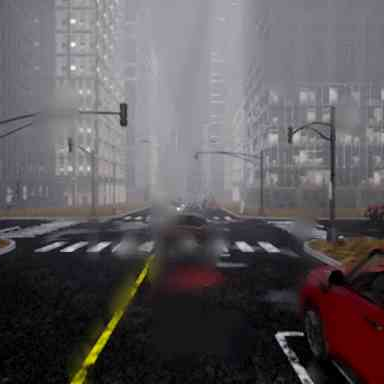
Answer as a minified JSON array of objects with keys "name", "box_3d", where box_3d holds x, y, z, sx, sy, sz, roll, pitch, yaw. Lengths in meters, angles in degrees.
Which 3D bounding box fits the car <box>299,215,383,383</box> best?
[{"name":"car","box_3d":[2.553,1.332,2.854,2.192,1.841,5.009,-1,0,0]}]

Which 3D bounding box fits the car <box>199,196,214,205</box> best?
[{"name":"car","box_3d":[2.598,1.598,51.836,2.192,1.841,5.009,-1,0,0]}]

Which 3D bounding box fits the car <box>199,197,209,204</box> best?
[{"name":"car","box_3d":[2.638,1.838,73.933,1.967,1.590,4.097,-1,0,0]}]

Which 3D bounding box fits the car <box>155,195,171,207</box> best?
[{"name":"car","box_3d":[-5.261,1.753,57.344,1.967,1.590,4.097,-1,0,0]}]

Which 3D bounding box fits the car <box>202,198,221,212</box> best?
[{"name":"car","box_3d":[2.568,1.806,40.785,1.802,1.307,4.206,-1,0,0]}]

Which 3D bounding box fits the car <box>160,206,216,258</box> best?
[{"name":"car","box_3d":[-0.237,1.552,13.246,1.882,1.535,5.008,0,0,-4]}]

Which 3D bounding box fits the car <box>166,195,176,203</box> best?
[{"name":"car","box_3d":[-5.231,1.769,84.967,2.192,1.841,5.009,-1,0,0]}]

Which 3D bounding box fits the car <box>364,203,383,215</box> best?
[{"name":"car","box_3d":[16.592,1.428,26.625,5.009,1.841,2.192,0,0,0]}]

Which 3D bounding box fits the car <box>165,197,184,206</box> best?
[{"name":"car","box_3d":[-2.764,1.855,53.366,1.994,1.385,4.181,0,0,0]}]

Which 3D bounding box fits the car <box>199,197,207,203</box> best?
[{"name":"car","box_3d":[2.646,1.970,79.457,1.887,1.381,4.507,-1,0,0]}]

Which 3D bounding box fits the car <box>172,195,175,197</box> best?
[{"name":"car","box_3d":[-2.672,1.871,68.904,1.837,1.490,4.892,0,0,0]}]

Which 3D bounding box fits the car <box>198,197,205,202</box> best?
[{"name":"car","box_3d":[2.659,2.063,90.506,1.802,1.307,4.206,-1,0,0]}]
